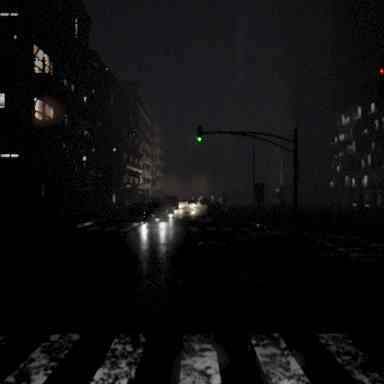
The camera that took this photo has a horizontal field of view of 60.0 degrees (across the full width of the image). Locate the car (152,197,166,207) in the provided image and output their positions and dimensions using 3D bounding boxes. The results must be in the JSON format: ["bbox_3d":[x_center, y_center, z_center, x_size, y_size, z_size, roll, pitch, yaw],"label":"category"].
[{"bbox_3d":[-5.677,1.775,57.626,1.967,1.590,4.097,-1,0,0],"label":"car"}]

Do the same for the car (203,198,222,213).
[{"bbox_3d":[2.664,1.779,40.733,1.887,1.381,4.507,-1,0,0],"label":"car"}]

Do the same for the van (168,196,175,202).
[{"bbox_3d":[-5.663,1.885,91.519,1.690,1.788,3.998,-1,0,0],"label":"van"}]

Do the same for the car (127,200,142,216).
[{"bbox_3d":[-5.685,1.745,35.030,1.887,1.381,4.507,-1,0,0],"label":"car"}]

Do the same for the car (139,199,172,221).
[{"bbox_3d":[-3.086,1.670,28.999,1.837,1.490,4.892,0,0,0],"label":"car"}]

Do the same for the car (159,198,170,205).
[{"bbox_3d":[-5.670,1.986,68.923,1.802,1.307,4.206,-1,0,0],"label":"car"}]

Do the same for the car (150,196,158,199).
[{"bbox_3d":[-5.684,1.674,40.680,1.967,1.590,4.097,-1,0,0],"label":"car"}]

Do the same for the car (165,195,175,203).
[{"bbox_3d":[-5.666,1.823,85.871,2.192,1.841,5.009,-1,0,0],"label":"car"}]

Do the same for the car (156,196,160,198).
[{"bbox_3d":[-5.681,1.616,51.979,2.192,1.841,5.009,-1,0,0],"label":"car"}]

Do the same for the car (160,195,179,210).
[{"bbox_3d":[-3.068,1.505,49.102,2.150,2.045,5.566,0,0,0],"label":"car"}]

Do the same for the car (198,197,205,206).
[{"bbox_3d":[2.675,1.921,63.328,2.008,1.369,4.403,-1,0,0],"label":"car"}]

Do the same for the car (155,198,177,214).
[{"bbox_3d":[-3.078,1.748,38.753,1.812,1.442,4.674,0,0,0],"label":"car"}]

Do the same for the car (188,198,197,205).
[{"bbox_3d":[0.134,1.955,69.451,2.033,1.411,5.357,0,0,0],"label":"car"}]

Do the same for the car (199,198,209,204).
[{"bbox_3d":[2.680,1.984,74.626,1.887,1.381,4.507,-1,0,0],"label":"car"}]

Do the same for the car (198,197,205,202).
[{"bbox_3d":[2.687,2.070,91.743,1.752,1.417,4.829,-1,0,0],"label":"car"}]
